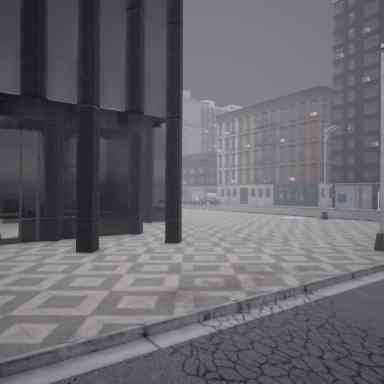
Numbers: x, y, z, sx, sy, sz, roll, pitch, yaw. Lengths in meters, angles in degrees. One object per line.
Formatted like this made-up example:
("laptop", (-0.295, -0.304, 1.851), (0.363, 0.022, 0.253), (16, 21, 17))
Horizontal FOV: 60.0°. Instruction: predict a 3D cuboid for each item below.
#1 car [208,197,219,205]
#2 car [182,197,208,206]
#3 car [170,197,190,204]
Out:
("car", (2.816, 1.639, 60.464), (1.837, 1.490, 4.892), (1, 0, -35))
("car", (0.257, 1.633, 58.506), (1.812, 1.442, 4.674), (1, 0, -35))
("car", (-2.491, 1.712, 67.928), (1.994, 1.385, 4.181), (1, 0, -35))
